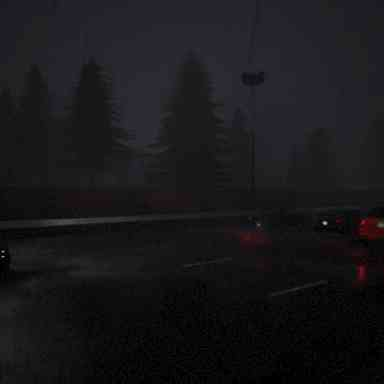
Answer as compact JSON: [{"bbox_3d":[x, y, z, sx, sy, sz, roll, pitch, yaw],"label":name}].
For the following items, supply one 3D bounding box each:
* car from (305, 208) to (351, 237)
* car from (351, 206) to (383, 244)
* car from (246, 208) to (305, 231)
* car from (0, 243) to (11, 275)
[{"bbox_3d":[8.547,1.593,18.442,4.181,1.385,1.994,0,0,-35],"label":"car"},{"bbox_3d":[9.430,1.379,14.772,4.553,1.767,2.097,0,0,-36],"label":"car"},{"bbox_3d":[5.700,1.629,20.710,4.718,1.301,1.895,0,0,-36],"label":"car"},{"bbox_3d":[-6.886,1.475,7.433,5.008,1.535,1.882,0,0,-35],"label":"car"}]
